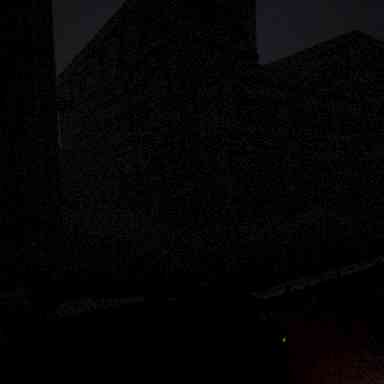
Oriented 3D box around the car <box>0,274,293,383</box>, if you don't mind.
[{"bbox_3d":[-1.149,1.492,2.555,4.674,1.442,1.812,1,0,-36],"label":"car"}]
